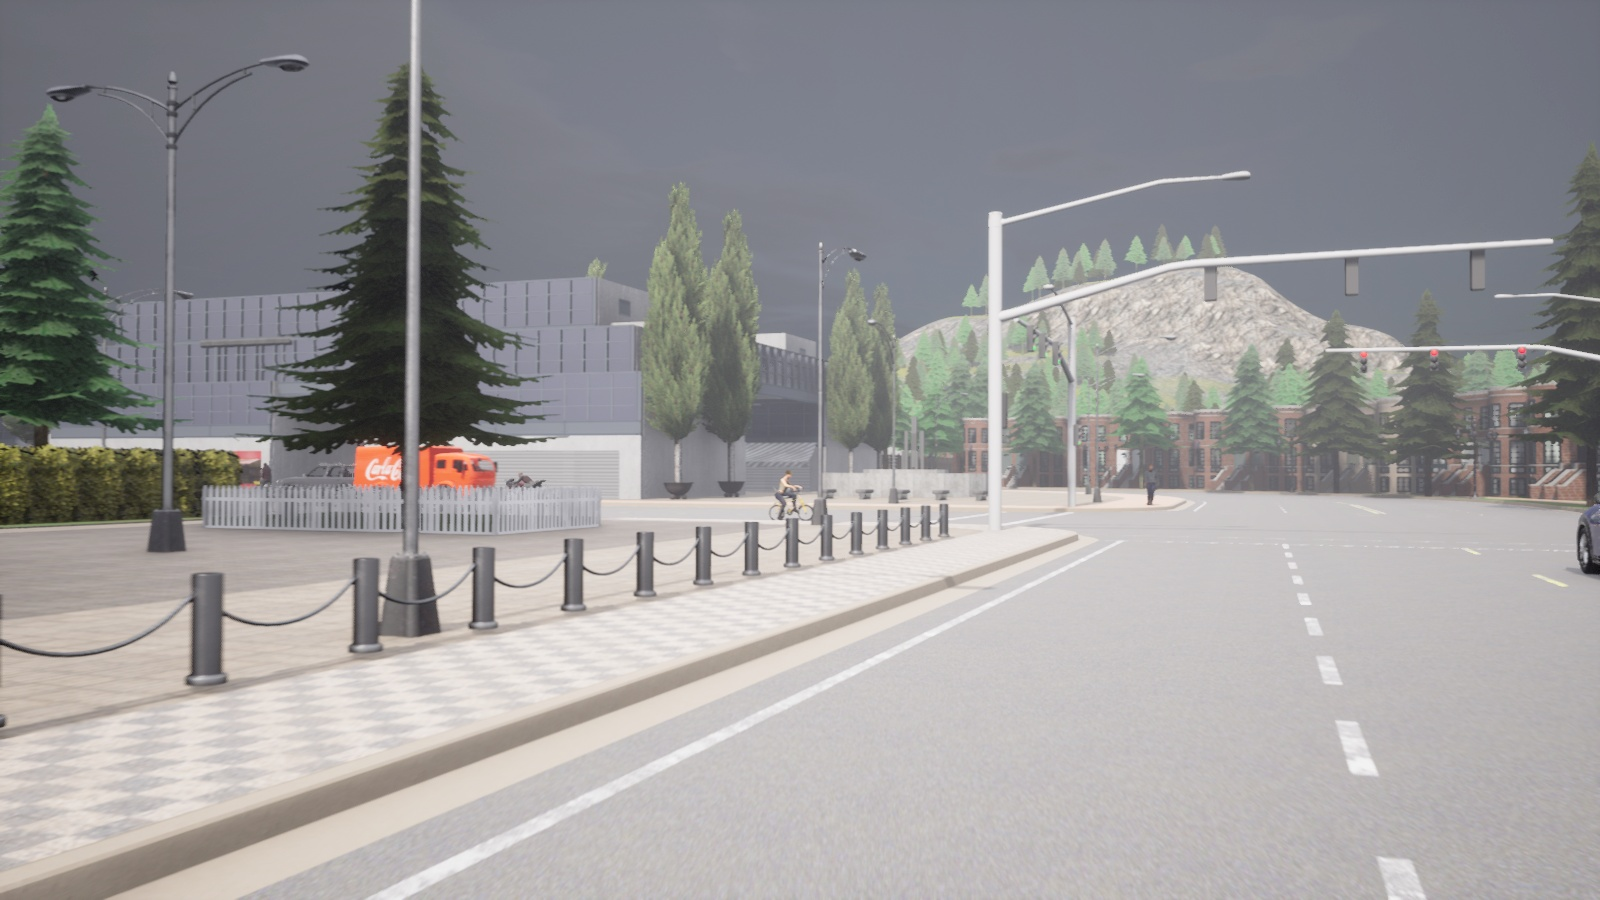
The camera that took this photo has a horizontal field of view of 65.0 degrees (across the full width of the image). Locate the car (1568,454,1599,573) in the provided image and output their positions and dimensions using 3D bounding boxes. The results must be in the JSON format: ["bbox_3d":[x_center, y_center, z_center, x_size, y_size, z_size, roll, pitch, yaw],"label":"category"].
[{"bbox_3d":[12.732,0.931,17.985,2.097,1.767,4.553,-1,-1,20],"label":"car"}]

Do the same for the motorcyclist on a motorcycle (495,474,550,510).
[{"bbox_3d":[-12.006,1.827,54.377,2.191,1.530,0.866,-1,-1,20],"label":"motorcyclist on a motorcycle"}]

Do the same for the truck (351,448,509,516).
[{"bbox_3d":[-14.015,1.199,47.667,5.204,2.467,2.627,-1,-1,20],"label":"truck"}]

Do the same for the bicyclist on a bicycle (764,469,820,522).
[{"bbox_3d":[-0.237,1.417,38.889,1.509,1.612,0.866,-1,-1,20],"label":"bicyclist on a bicycle"}]

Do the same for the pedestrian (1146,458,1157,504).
[{"bbox_3d":[15.024,1.333,53.691,0.423,1.949,0.788,0,-1,13],"label":"pedestrian"}]

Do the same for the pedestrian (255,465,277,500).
[{"bbox_3d":[-28.387,1.727,66.767,0.899,1.844,0.634,-1,-1,28],"label":"pedestrian"}]

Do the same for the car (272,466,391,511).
[{"bbox_3d":[-19.985,1.627,53.577,4.605,1.855,1.932,-1,-1,20],"label":"car"}]
